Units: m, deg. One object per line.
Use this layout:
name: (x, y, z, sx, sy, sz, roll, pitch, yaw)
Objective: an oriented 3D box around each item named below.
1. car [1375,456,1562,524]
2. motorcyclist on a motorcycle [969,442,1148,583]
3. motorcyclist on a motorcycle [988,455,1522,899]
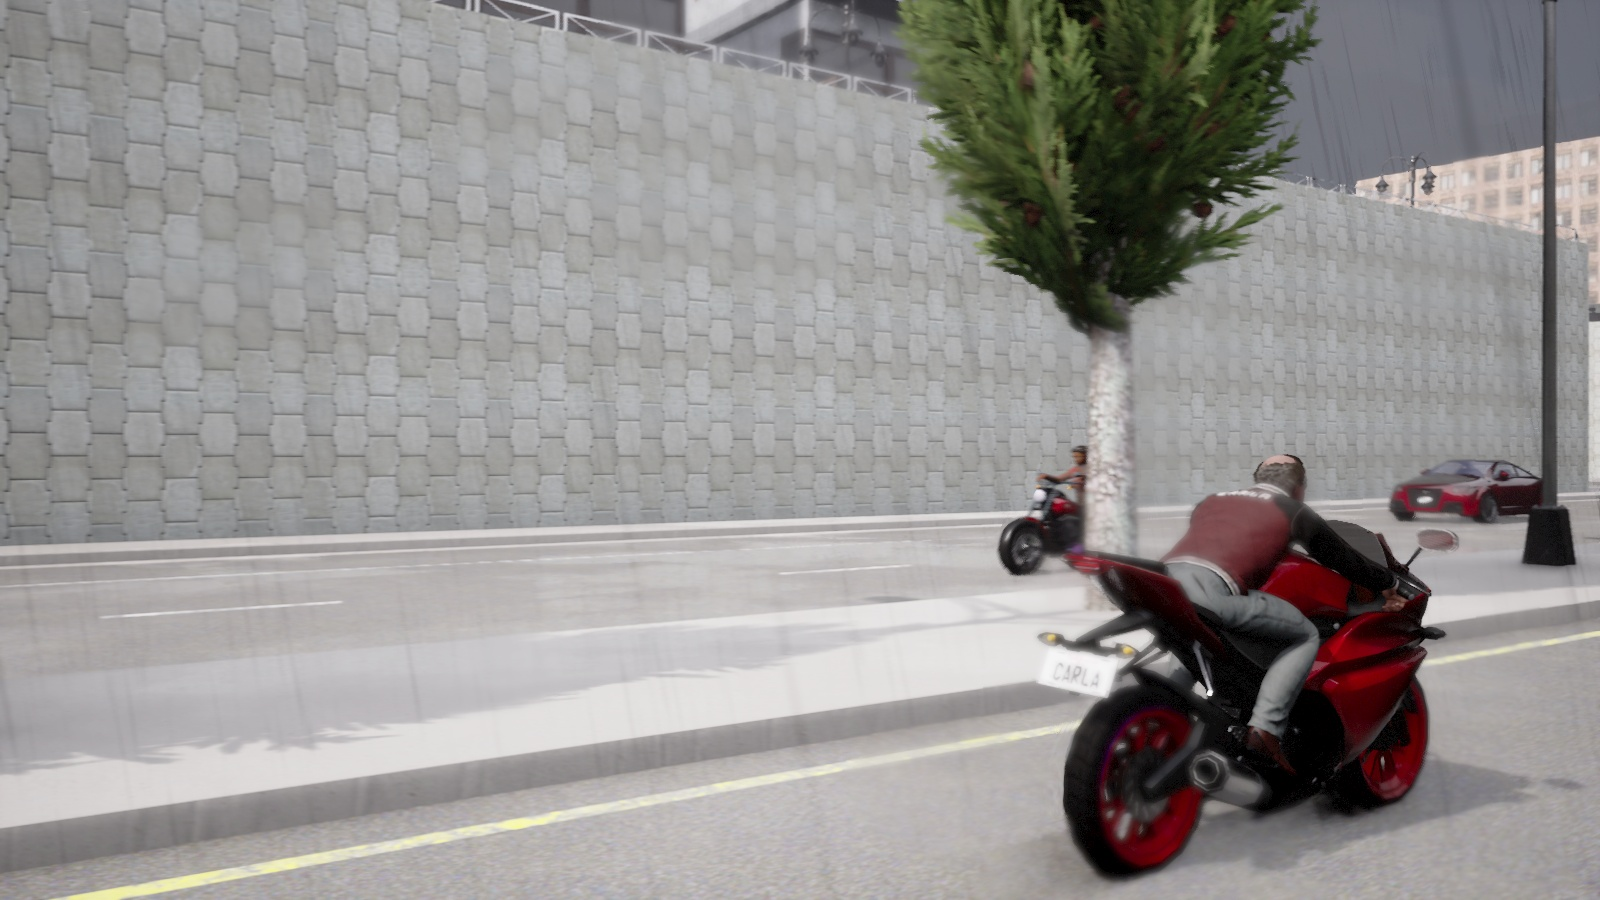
car: (14.985, 0.846, 28.099, 4.181, 1.385, 1.994, 0, 0, -35)
motorcyclist on a motorcycle: (3.247, 0.727, 15.666, 2.350, 1.649, 0.766, 0, 0, -35)
motorcyclist on a motorcycle: (1.847, 0.788, 4.942, 2.191, 1.530, 0.866, 0, 0, -35)
